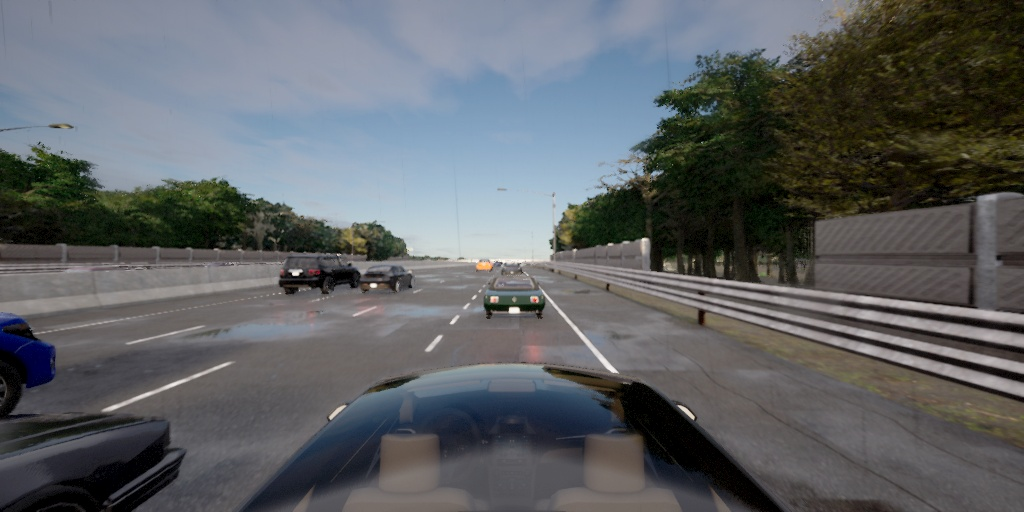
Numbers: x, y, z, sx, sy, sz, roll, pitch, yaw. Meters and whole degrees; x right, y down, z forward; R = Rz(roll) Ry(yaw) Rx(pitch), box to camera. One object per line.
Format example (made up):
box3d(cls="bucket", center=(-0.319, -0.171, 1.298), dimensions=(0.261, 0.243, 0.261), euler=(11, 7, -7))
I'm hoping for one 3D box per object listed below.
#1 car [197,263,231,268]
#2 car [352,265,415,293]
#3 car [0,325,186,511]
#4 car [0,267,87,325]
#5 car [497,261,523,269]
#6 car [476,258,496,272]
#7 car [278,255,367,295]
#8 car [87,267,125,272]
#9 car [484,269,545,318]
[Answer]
box3d(cls="car", center=(-28.189, 1.337, 33.961), dimensions=(1.994, 1.385, 4.181), euler=(0, 0, 0))
box3d(cls="car", center=(-6.957, 1.232, 20.405), dimensions=(1.837, 1.490, 4.892), euler=(0, 0, 0))
box3d(cls="car", center=(-3.492, 1.303, 0.298), dimensions=(2.033, 1.411, 5.357), euler=(0, 0, 0))
box3d(cls="car", center=(-6.898, 0.980, 2.099), dimensions=(2.150, 2.045, 5.566), euler=(0, 0, 0))
box3d(cls="car", center=(0.003, 1.223, 32.835), dimensions=(2.128, 1.511, 4.902), euler=(0, 0, 0))
box3d(cls="car", center=(-3.649, 1.201, 48.936), dimensions=(2.097, 1.767, 4.553), euler=(0, -1, 0))
box3d(cls="car", center=(-10.456, 0.953, 19.976), dimensions=(2.150, 2.045, 5.566), euler=(0, 0, 0))
box3d(cls="car", center=(-21.147, 1.275, 17.778), dimensions=(1.812, 1.442, 4.674), euler=(0, 0, 0))
box3d(cls="car", center=(0.067, 1.334, 12.942), dimensions=(1.895, 1.301, 4.718), euler=(0, 0, 0))
